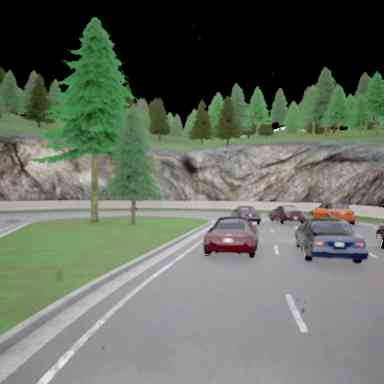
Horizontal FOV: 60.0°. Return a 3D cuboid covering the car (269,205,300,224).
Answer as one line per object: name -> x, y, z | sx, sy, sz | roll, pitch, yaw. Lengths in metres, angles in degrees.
car -> 7.754, 1.810, 27.402 | 1.812, 1.442, 4.674 | 0, 0, -2

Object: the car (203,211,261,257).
car -> 1.701, 1.703, 13.728 | 1.994, 1.385, 4.181 | 0, -1, 12

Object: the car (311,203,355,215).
car -> 11.280, 1.638, 27.088 | 2.097, 1.767, 4.553 | 0, -1, -1

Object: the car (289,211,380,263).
car -> 5.048, 1.682, 12.659 | 2.033, 1.411, 5.357 | 0, -1, 12

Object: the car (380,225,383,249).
car -> 8.578, 1.618, 12.415 | 1.882, 1.535, 5.008 | 0, 0, 12

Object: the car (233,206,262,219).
car -> 4.292, 1.820, 27.022 | 2.033, 1.411, 5.357 | 0, -1, 0
